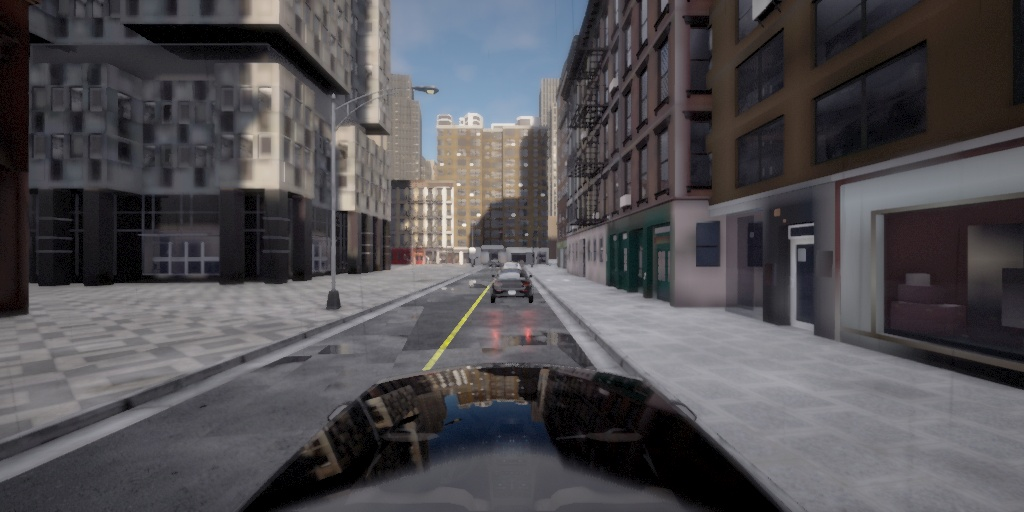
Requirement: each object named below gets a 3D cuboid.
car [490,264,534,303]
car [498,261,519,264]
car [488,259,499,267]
[{"bbox_3d":[0.000,1.277,16.496,1.812,1.442,4.674,0,0,0],"label":"car"},{"bbox_3d":[0.000,1.261,31.495,1.812,1.442,4.674,0,0,0],"label":"car"},{"bbox_3d":[-3.000,1.226,62.499,1.812,1.442,4.674,0,0,0],"label":"car"}]
